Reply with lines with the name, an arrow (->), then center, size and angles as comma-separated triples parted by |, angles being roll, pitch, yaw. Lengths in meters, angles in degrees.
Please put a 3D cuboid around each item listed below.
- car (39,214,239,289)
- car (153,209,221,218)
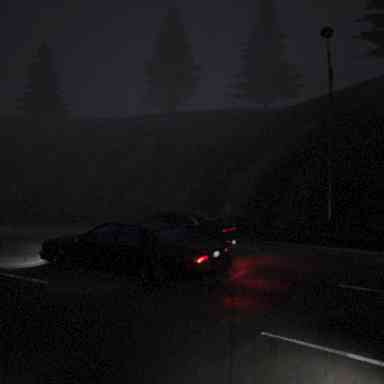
car -> -1.631, 1.449, 8.859 | 5.357, 1.411, 2.033 | 1, 1, 29
car -> -0.714, 1.381, 12.212 | 4.892, 1.490, 1.837 | 1, 0, 29
